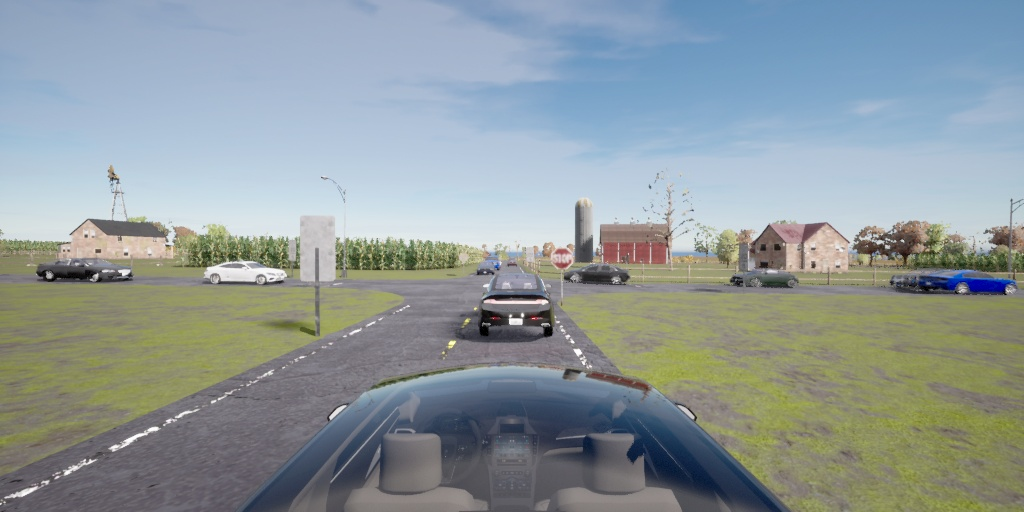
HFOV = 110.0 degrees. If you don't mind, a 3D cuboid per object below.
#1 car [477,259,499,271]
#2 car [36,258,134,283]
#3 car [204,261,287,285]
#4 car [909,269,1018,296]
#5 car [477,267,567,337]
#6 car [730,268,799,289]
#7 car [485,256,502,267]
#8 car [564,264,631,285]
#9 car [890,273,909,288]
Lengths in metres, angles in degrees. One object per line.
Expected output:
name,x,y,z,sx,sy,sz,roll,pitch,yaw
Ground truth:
car,-2.818,1.316,39.631,2.033,1.411,5.357,0,0,-1
car,-27.378,0.880,23.097,4.902,1.511,2.128,1,1,0
car,-17.134,1.067,23.128,4.674,1.442,1.812,1,1,0
car,29.509,1.677,23.286,5.008,1.535,1.882,1,1,0
car,0.143,1.241,10.343,2.128,1.511,4.902,0,0,1
car,18.359,1.581,26.197,4.181,1.385,1.994,1,1,0
car,-2.834,1.001,50.225,2.150,2.045,5.566,0,0,0
car,6.353,1.340,26.978,4.892,1.490,1.837,2,1,12
car,30.659,1.676,26.236,4.902,1.511,2.128,1,1,0
